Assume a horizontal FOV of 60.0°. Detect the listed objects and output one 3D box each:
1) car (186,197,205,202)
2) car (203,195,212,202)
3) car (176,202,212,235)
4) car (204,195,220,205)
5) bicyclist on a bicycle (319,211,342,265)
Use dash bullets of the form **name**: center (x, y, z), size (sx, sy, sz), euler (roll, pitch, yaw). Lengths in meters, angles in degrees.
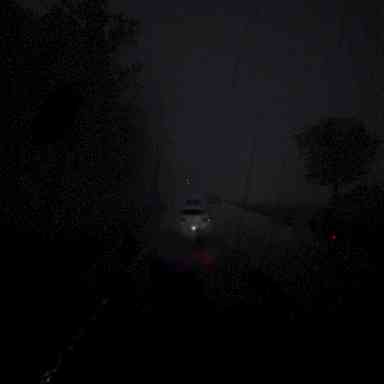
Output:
- **car**: center (0.076, 1.484, 36.662), size (2.033, 1.411, 5.357), euler (0, 0, 0)
- **car**: center (3.458, 1.376, 73.530), size (1.837, 1.490, 4.892), euler (0, 0, 0)
- **car**: center (0.087, 1.493, 18.306), size (1.812, 1.442, 4.674), euler (0, 0, 0)
- **car**: center (3.566, 1.257, 56.097), size (2.097, 1.767, 4.553), euler (0, 0, 0)
- **bicyclist on a bicycle**: center (4.460, 1.434, 10.719), size (0.582, 1.620, 1.656), euler (0, 0, 0)
